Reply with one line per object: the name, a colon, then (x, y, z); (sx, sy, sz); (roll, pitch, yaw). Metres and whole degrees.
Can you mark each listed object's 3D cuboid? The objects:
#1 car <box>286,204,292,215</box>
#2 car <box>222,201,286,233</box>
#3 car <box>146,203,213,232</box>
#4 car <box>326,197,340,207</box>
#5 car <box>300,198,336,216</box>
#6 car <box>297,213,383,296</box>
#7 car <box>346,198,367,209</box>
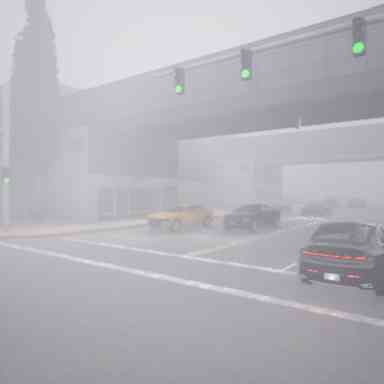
car: (7.794, 1.561, 31.563); (1.895, 1.301, 4.718); (0, 0, 36)
car: (3.653, 1.449, 20.003); (1.882, 1.535, 5.008); (0, 0, 36)
car: (-0.627, 1.438, 20.085); (1.882, 1.535, 5.008); (0, 0, 36)
car: (19.997, 1.446, 48.033); (1.882, 1.535, 5.008); (0, 0, 36)
car: (11.445, 1.535, 30.618); (1.994, 1.385, 4.181); (0, 0, 36)
car: (4.303, 1.506, 8.832); (1.837, 1.490, 4.892); (0, 0, 36)
car: (22.820, 1.519, 45.963); (2.033, 1.411, 5.357); (0, 0, 36)
